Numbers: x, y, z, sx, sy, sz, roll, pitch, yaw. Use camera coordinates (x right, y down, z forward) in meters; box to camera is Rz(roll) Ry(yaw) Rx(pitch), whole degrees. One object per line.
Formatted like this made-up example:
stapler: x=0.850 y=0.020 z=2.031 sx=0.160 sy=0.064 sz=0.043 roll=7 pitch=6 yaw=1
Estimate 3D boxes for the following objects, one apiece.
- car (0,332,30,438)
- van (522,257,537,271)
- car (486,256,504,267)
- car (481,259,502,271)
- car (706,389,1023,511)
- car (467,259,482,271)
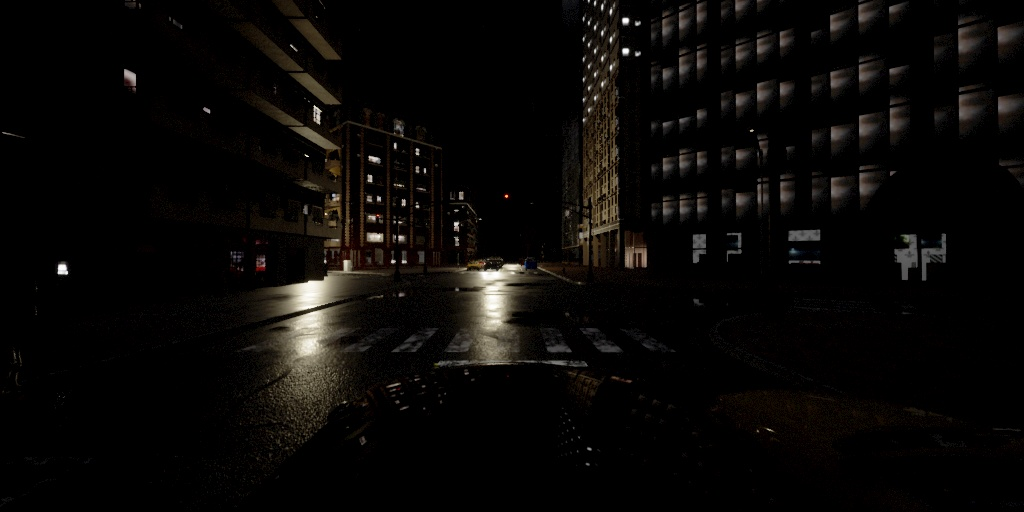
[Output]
car: x=-5.318 y=1.065 z=1.076 sx=2.192 sy=1.841 sz=5.009 roll=0 pitch=0 yaw=0
van: x=2.613 y=1.136 z=50.067 sx=1.690 sy=1.789 sz=3.998 roll=0 pitch=0 yaw=0
car: x=-2.779 y=1.037 z=59.153 sx=2.150 sy=2.045 sz=5.566 roll=0 pitch=0 yaw=0
car: x=-2.800 y=1.395 z=49.229 sx=1.895 sy=1.301 sz=4.718 roll=0 pitch=0 yaw=0
car: x=2.563 y=1.275 z=1.244 sx=1.751 sy=1.417 sz=4.829 roll=0 pitch=0 yaw=0
car: x=-5.267 y=1.321 z=49.906 sx=1.751 sy=1.417 sz=4.829 roll=0 pitch=0 yaw=0
